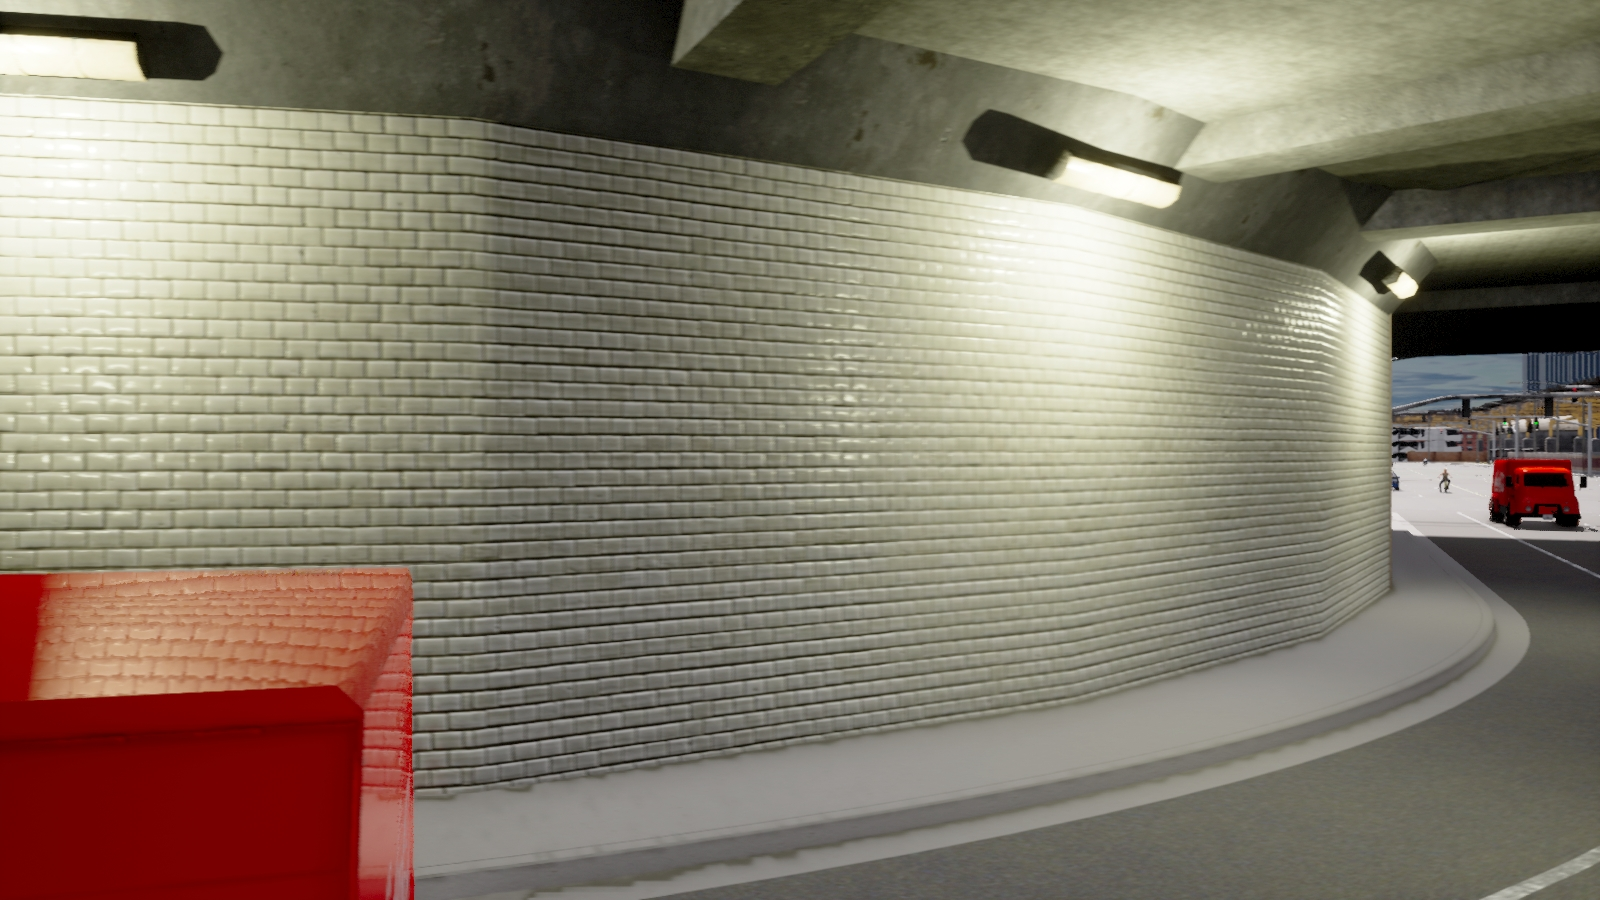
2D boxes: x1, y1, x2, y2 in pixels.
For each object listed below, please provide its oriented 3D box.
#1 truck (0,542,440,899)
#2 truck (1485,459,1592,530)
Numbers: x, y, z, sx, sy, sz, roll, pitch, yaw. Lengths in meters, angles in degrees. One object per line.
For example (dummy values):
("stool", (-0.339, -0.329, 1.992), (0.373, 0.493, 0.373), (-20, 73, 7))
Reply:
("truck", (-3.435, 1.569, 2.099), (5.204, 2.467, 2.627), (0, 0, -16))
("truck", (27.800, 1.581, 43.222), (2.627, 2.467, 5.204), (0, 0, 24))
